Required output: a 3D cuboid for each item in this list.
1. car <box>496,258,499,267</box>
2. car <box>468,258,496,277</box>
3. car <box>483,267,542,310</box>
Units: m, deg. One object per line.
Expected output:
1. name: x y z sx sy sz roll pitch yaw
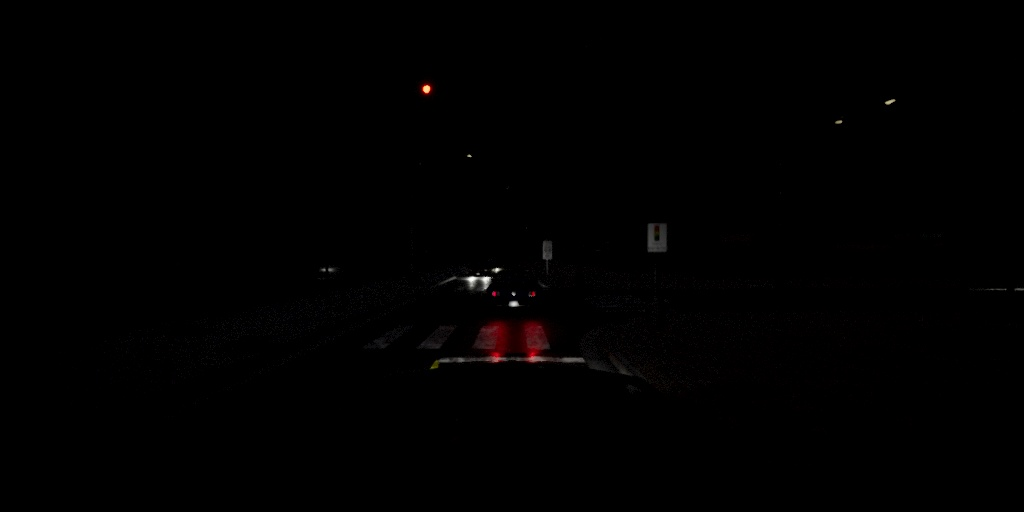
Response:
1. car: -2.905 0.965 51.230 1.882 1.535 5.008 0 0 0
2. car: -2.900 1.122 33.215 2.033 1.411 5.357 0 0 0
3. car: 0.070 1.278 14.126 1.895 1.301 4.718 0 0 0
